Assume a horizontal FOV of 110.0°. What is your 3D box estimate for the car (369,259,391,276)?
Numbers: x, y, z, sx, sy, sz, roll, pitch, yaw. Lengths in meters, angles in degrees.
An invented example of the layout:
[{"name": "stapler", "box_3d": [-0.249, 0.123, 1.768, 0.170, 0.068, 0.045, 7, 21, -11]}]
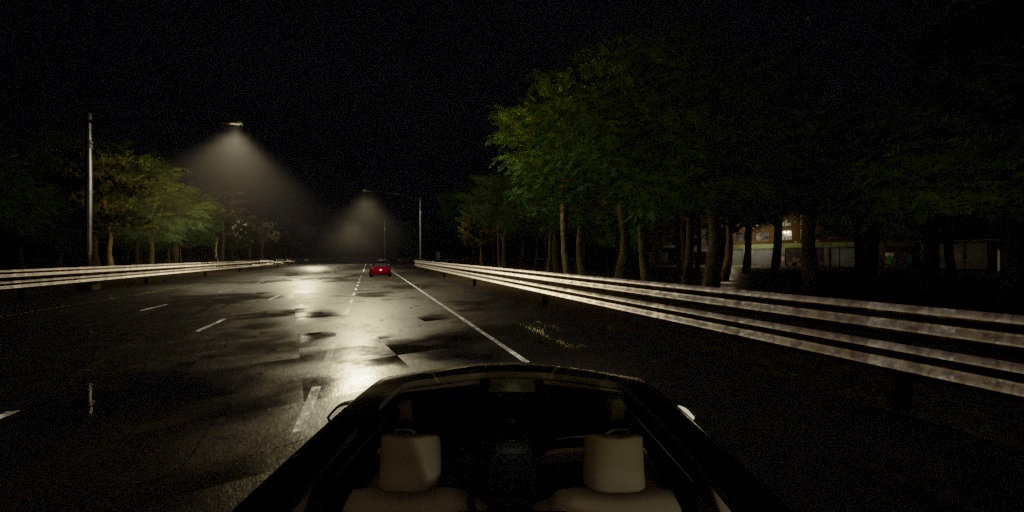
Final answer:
[{"name": "car", "box_3d": [-13.463, 1.311, 36.560, 1.994, 1.385, 4.181, 0, 0, -22]}]
